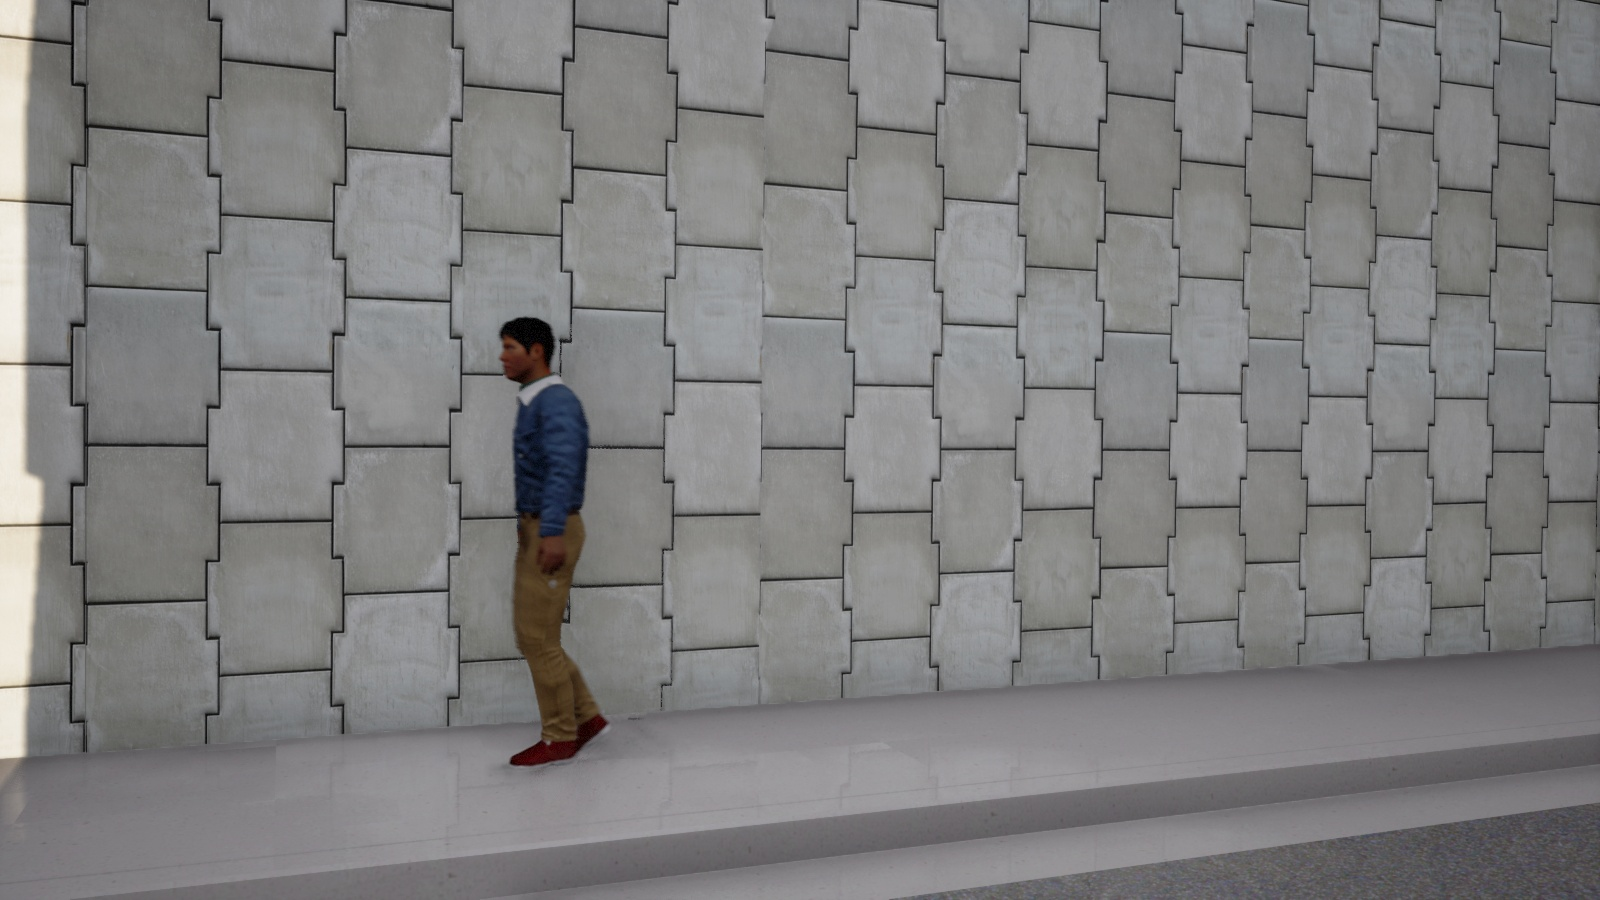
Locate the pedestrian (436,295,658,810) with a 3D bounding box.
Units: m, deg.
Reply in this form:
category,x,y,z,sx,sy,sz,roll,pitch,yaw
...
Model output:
category,x,y,z,sx,sy,sz,roll,pitch,yaw
pedestrian,-1.028,0.381,5.087,0.788,1.949,0.423,-1,1,-22
